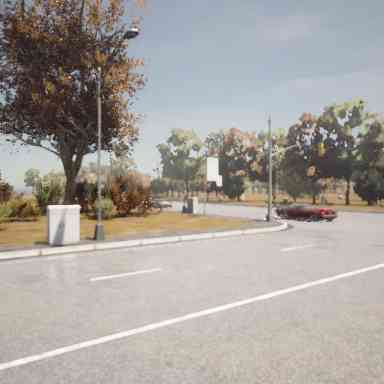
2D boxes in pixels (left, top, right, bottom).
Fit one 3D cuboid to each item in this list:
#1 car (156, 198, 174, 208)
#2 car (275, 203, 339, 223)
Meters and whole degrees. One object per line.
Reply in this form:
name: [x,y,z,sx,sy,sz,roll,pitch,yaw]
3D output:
car: [-4.400,1.527,45.898,1.895,1.301,4.718,0,0,-33]
car: [8.793,1.565,25.742,1.895,1.301,4.718,0,0,-31]
